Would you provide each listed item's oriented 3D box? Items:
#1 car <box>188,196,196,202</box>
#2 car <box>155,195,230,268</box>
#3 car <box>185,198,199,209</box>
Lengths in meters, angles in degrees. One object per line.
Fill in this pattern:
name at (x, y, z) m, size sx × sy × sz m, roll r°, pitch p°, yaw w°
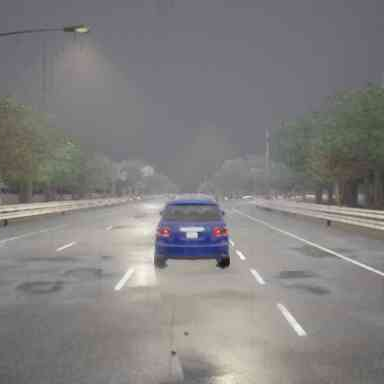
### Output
car at (0.028, 1.704, 82.690) m, size 1.994 × 1.385 × 4.181 m, roll 0°, pitch 0°, yaw 0°
car at (0.005, 1.242, 11.506) m, size 2.150 × 2.045 × 5.566 m, roll 0°, pitch 0°, yaw 0°
car at (0.015, 1.590, 47.413) m, size 1.837 × 1.490 × 4.892 m, roll 0°, pitch 0°, yaw 0°
